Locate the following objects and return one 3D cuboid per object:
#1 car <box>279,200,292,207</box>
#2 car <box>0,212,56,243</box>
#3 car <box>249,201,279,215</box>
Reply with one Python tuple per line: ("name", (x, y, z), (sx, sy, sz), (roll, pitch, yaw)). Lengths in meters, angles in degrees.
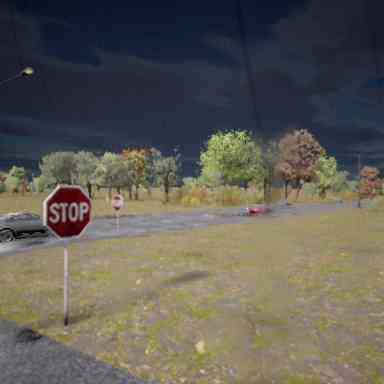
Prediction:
("car", (18.432, 2.270, 66.634), (2.128, 1.511, 4.902), (1, 0, 36))
("car", (-8.595, 1.730, 17.198), (1.994, 1.385, 4.181), (1, -1, 36))
("car", (8.776, 2.086, 41.279), (1.994, 1.385, 4.181), (1, 0, 36))
